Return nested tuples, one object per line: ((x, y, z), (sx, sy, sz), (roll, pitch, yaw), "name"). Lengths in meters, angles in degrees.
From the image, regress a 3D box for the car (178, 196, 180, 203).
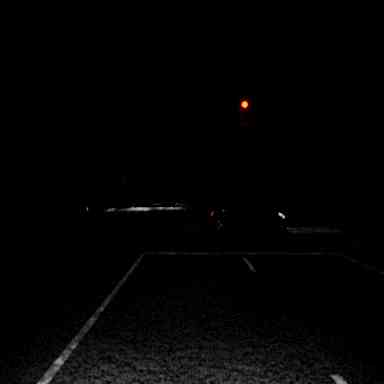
((-3.456, 1.271, 64.773), (2.097, 1.767, 4.553), (0, 0, 1), "car")

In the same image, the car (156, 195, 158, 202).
((-6.954, 1.397, 64.767), (1.882, 1.535, 5.008), (0, 0, 1), "car")

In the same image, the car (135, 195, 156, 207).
((-7.030, 1.431, 48.600), (2.128, 1.511, 4.902), (0, 0, 0), "car")

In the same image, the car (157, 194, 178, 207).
((-3.531, 1.445, 48.505), (1.837, 1.490, 4.892), (0, 0, 0), "car")

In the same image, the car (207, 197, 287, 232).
((3.230, 1.324, 19.661), (4.553, 1.767, 2.097), (0, 0, 3), "car")
